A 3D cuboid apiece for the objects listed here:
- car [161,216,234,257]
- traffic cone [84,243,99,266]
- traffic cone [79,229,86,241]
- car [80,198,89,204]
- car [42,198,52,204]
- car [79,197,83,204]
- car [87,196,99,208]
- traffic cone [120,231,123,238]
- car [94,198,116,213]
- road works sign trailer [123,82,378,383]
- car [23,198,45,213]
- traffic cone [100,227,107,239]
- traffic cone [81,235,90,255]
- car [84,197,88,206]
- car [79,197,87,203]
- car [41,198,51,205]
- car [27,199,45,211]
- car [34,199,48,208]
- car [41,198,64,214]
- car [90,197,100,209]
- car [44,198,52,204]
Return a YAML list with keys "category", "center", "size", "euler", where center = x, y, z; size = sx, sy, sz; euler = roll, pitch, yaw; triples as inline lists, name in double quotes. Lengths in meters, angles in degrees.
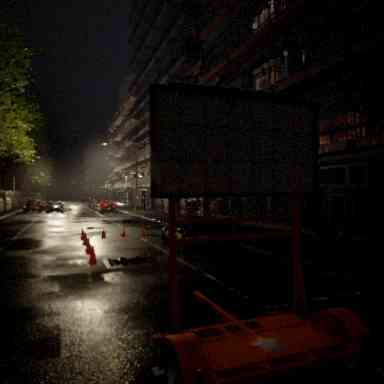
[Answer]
- category: "car"
  center: [0.095, 1.590, 13.119]
  size: [1.947, 1.339, 4.313]
  euler: [-1, 0, -21]
- category: "traffic cone"
  center: [-3.149, 2.008, 10.529]
  size: [0.340, 0.580, 0.340]
  euler: [-1, 0, -21]
- category: "traffic cone"
  center: [-4.594, 2.031, 14.259]
  size: [0.340, 0.580, 0.340]
  euler: [-1, 0, -21]
- category: "car"
  center: [-26.345, 2.076, 81.367]
  size: [1.947, 1.339, 4.313]
  euler: [-1, 0, -21]
- category: "car"
  center: [-34.159, 2.136, 78.339]
  size: [2.008, 1.369, 4.403]
  euler: [-1, 0, -21]
- category: "car"
  center: [-24.314, 1.909, 76.117]
  size: [1.967, 1.590, 4.097]
  euler: [-1, 0, -21]
- category: "car"
  center: [-14.143, 1.713, 49.867]
  size: [1.967, 1.590, 4.097]
  euler: [-1, 0, -21]
- category: "traffic cone"
  center: [-3.452, 2.025, 16.847]
  size: [0.340, 0.580, 0.340]
  euler: [-1, 0, -21]
- category: "car"
  center: [-10.074, 1.743, 39.368]
  size: [1.887, 1.381, 4.507]
  euler: [-1, 0, -21]
- category: "road works sign trailer"
  center: [0.553, 0.465, 4.466]
  size: [2.380, 3.560, 2.880]
  euler: [-1, 0, -21]
- category: "car"
  center: [-19.924, 1.751, 41.590]
  size: [1.967, 1.590, 4.097]
  euler: [-1, 0, -21]
- category: "traffic cone"
  center: [-4.384, 2.034, 16.486]
  size: [0.340, 0.580, 0.340]
  euler: [-1, 0, -21]
- category: "traffic cone"
  center: [-3.872, 2.019, 12.395]
  size: [0.340, 0.580, 0.340]
  euler: [-1, 0, -21]
- category: "car"
  center: [-16.180, 1.626, 55.117]
  size: [2.192, 1.841, 5.009]
  euler: [-1, 0, -21]
- category: "car"
  center: [-28.442, 2.079, 86.776]
  size: [1.752, 1.417, 4.829]
  euler: [-1, 0, -21]
- category: "car"
  center: [-32.065, 2.068, 72.930]
  size: [1.752, 1.417, 4.829]
  euler: [-1, 0, -21]
- category: "car"
  center: [-21.957, 1.789, 46.838]
  size: [1.967, 1.590, 4.097]
  euler: [-1, 0, -21]
- category: "car"
  center: [-26.024, 1.976, 57.339]
  size: [2.008, 1.369, 4.403]
  euler: [-1, 0, -21]
- category: "car"
  center: [-16.074, 1.809, 38.979]
  size: [2.033, 1.411, 5.357]
  euler: [-1, 0, -21]
- category: "car"
  center: [-12.109, 1.780, 44.618]
  size: [1.887, 1.381, 4.507]
  euler: [-1, 0, -21]
- category: "car"
  center: [-36.133, 2.152, 83.430]
  size: [1.752, 1.417, 4.829]
  euler: [-1, 0, -21]
